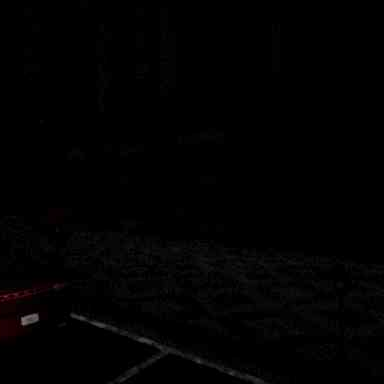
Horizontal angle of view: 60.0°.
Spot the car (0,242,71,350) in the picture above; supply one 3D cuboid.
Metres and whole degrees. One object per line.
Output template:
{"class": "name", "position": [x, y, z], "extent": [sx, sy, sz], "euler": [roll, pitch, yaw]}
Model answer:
{"class": "car", "position": [-3.911, 1.490, 5.581], "extent": [4.507, 1.381, 1.887], "euler": [1, 0, 35]}

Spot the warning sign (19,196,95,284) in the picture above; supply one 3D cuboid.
{"class": "warning sign", "position": [-3.231, 1.053, 8.014], "extent": [1.060, 1.860, 1.300], "euler": [0, 1, 35]}
